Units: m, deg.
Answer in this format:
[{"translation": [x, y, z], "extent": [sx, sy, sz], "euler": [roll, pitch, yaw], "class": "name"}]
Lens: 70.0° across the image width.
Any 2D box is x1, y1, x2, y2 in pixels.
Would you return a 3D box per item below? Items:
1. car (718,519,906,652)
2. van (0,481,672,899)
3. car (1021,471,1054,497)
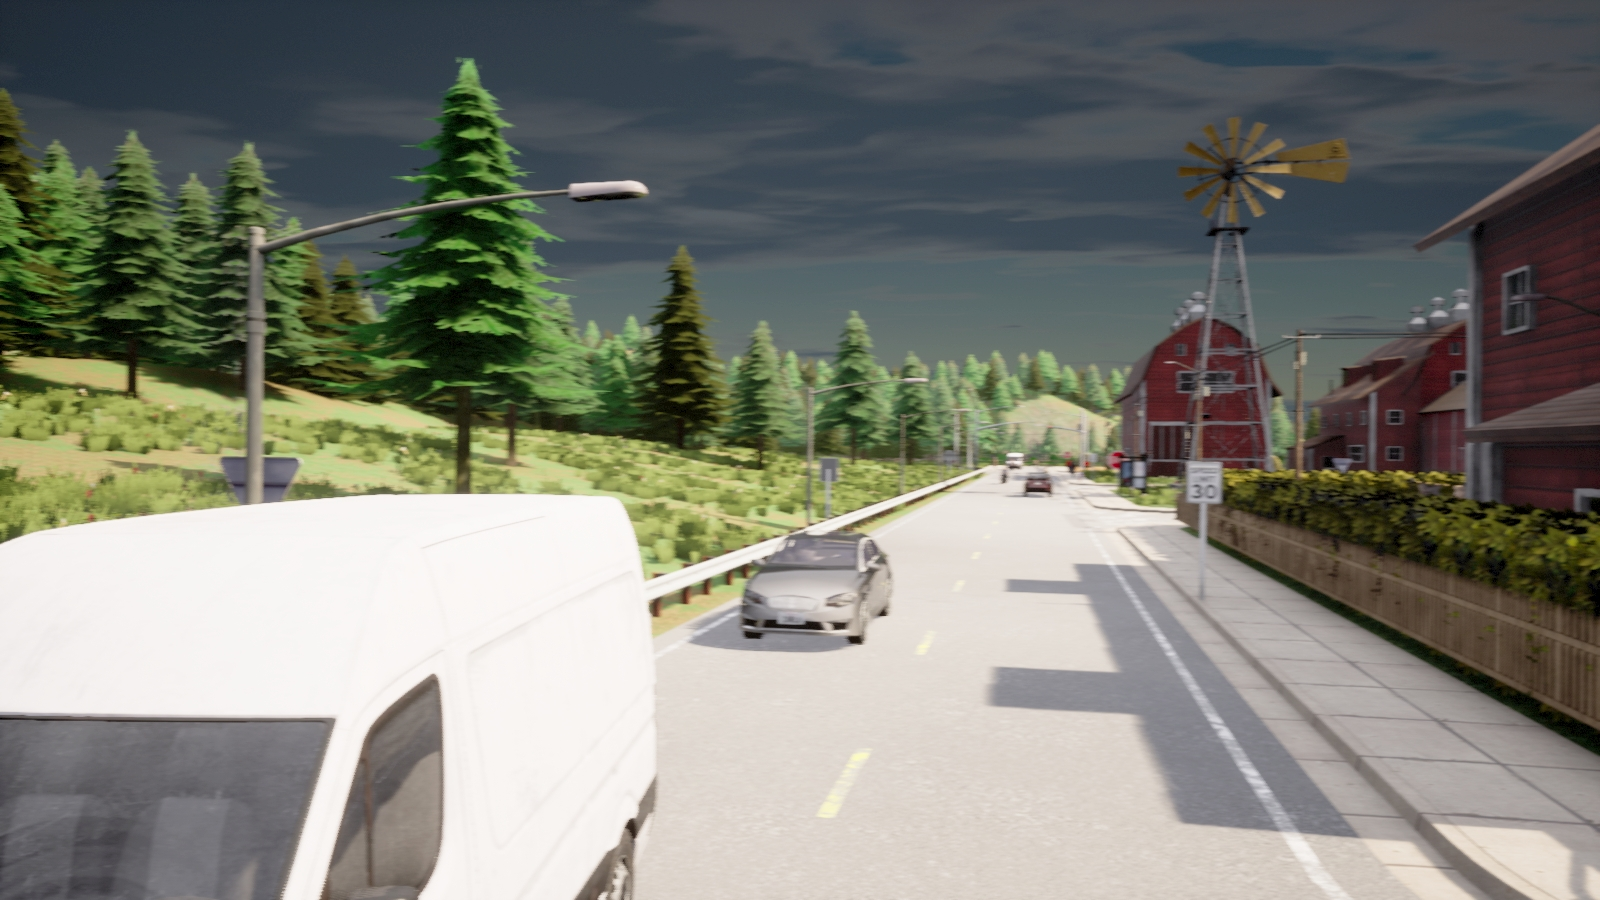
[{"translation": [0.372, 2.037, 18.437], "extent": [2.128, 1.511, 4.902], "euler": [1, 0, 12], "class": "car"}, {"translation": [-2.053, 1.492, 4.680], "extent": [1.988, 2.561, 5.915], "euler": [0, 0, 4], "class": "van"}, {"translation": [15.320, 2.147, 73.567], "extent": [2.007, 1.525, 4.514], "euler": [1, 0, 12], "class": "car"}]
